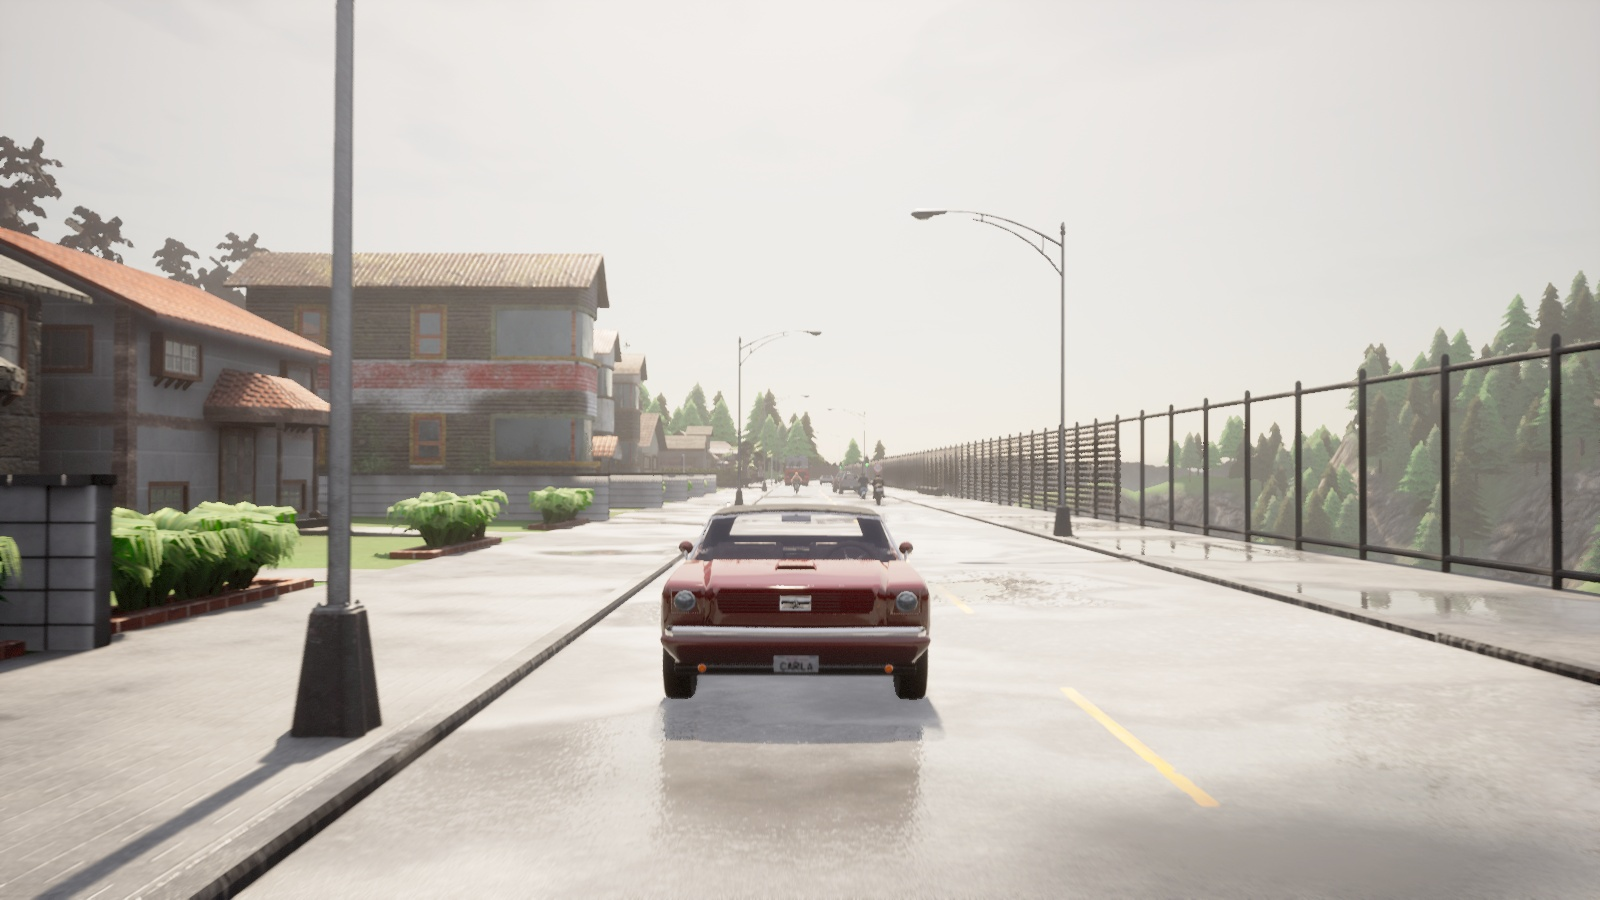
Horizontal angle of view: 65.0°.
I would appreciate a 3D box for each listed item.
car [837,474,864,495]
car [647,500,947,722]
[{"bbox_3d":[3.771,2.579,94.061,1.845,1.501,3.633,0,-1,0],"label":"car"},{"bbox_3d":[-0.025,1.112,10.324,1.895,1.301,4.718,0,-1,0],"label":"car"}]
